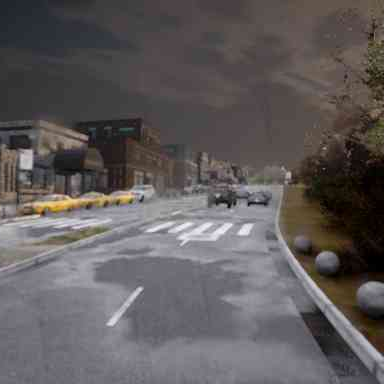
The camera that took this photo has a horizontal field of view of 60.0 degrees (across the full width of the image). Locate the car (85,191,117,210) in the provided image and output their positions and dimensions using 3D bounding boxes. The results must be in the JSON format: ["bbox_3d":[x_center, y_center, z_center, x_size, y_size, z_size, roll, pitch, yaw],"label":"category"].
[{"bbox_3d":[-9.514,0.743,31.318,1.946,1.575,5.366,0,2,15],"label":"car"}]

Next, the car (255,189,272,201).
[{"bbox_3d":[9.765,0.389,45.008,1.994,1.385,4.181,0,2,16],"label":"car"}]

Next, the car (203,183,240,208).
[{"bbox_3d":[3.012,0.432,32.481,2.150,2.045,5.566,0,1,15],"label":"car"}]

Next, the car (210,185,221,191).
[{"bbox_3d":[6.506,-1.109,90.140,2.185,1.767,4.553,0,2,15],"label":"car"}]

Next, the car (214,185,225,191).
[{"bbox_3d":[7.901,-1.136,95.263,1.946,1.575,5.366,0,2,15],"label":"car"}]

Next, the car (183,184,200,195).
[{"bbox_3d":[-0.722,-0.202,63.597,2.231,1.521,4.892,0,2,15],"label":"car"}]

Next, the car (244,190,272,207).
[{"bbox_3d":[6.822,0.709,34.214,1.994,1.385,4.181,0,2,16],"label":"car"}]

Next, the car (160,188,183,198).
[{"bbox_3d":[-3.638,0.141,52.905,2.163,1.488,4.792,0,2,15],"label":"car"}]

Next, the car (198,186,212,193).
[{"bbox_3d":[3.140,-0.624,77.993,2.231,1.521,4.892,0,2,16],"label":"car"}]

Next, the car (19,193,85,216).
[{"bbox_3d":[-10.975,0.902,25.994,1.946,1.575,5.366,0,2,15],"label":"car"}]

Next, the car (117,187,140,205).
[{"bbox_3d":[-8.063,0.586,36.647,1.946,1.575,5.366,0,2,15],"label":"car"}]

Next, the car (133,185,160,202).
[{"bbox_3d":[-6.536,0.173,42.241,2.435,2.045,5.566,0,2,15],"label":"car"}]

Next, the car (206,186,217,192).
[{"bbox_3d":[4.999,-0.823,84.606,1.946,1.575,5.366,0,2,15],"label":"car"}]

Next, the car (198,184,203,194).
[{"bbox_3d":[0.718,-0.610,68.885,2.435,2.045,5.566,0,2,15],"label":"car"}]

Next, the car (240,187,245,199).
[{"bbox_3d":[7.147,0.337,47.448,1.994,1.385,4.181,0,2,15],"label":"car"}]
